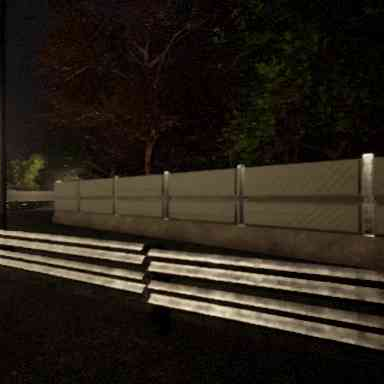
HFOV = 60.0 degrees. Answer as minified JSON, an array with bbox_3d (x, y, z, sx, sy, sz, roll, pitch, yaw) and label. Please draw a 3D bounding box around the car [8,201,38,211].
[{"bbox_3d":[-24.894,2.058,48.689,2.033,1.411,5.357,-1,0,10],"label":"car"}]
